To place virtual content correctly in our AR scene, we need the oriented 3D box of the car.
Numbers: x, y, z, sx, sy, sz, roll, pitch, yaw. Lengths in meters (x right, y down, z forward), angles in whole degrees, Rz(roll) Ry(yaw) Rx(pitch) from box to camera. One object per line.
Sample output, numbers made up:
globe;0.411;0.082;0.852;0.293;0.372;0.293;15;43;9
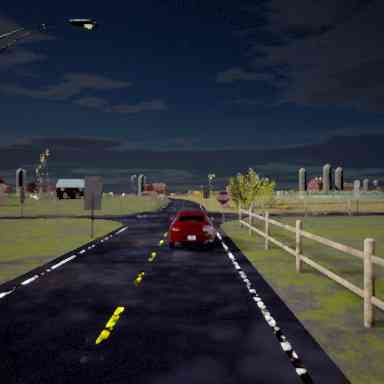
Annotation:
car;0.000;1.540;14.653;1.812;1.442;4.674;0;0;0
